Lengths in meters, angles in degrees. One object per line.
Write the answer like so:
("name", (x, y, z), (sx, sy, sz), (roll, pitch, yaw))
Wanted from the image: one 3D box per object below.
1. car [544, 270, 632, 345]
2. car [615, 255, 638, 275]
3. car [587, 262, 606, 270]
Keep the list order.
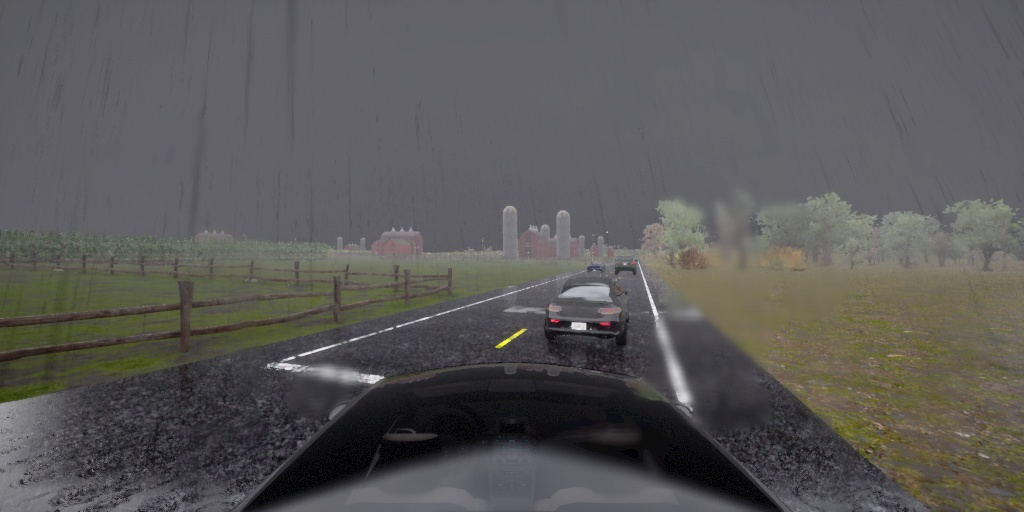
("car", (2.127, 1.274, 9.532), (1.812, 1.442, 4.674), (0, 0, 19))
("car", (12.553, 0.961, 39.473), (2.150, 2.045, 5.566), (0, 0, 20))
("car", (10.340, 1.340, 43.910), (1.895, 1.301, 4.718), (0, 0, 19))
